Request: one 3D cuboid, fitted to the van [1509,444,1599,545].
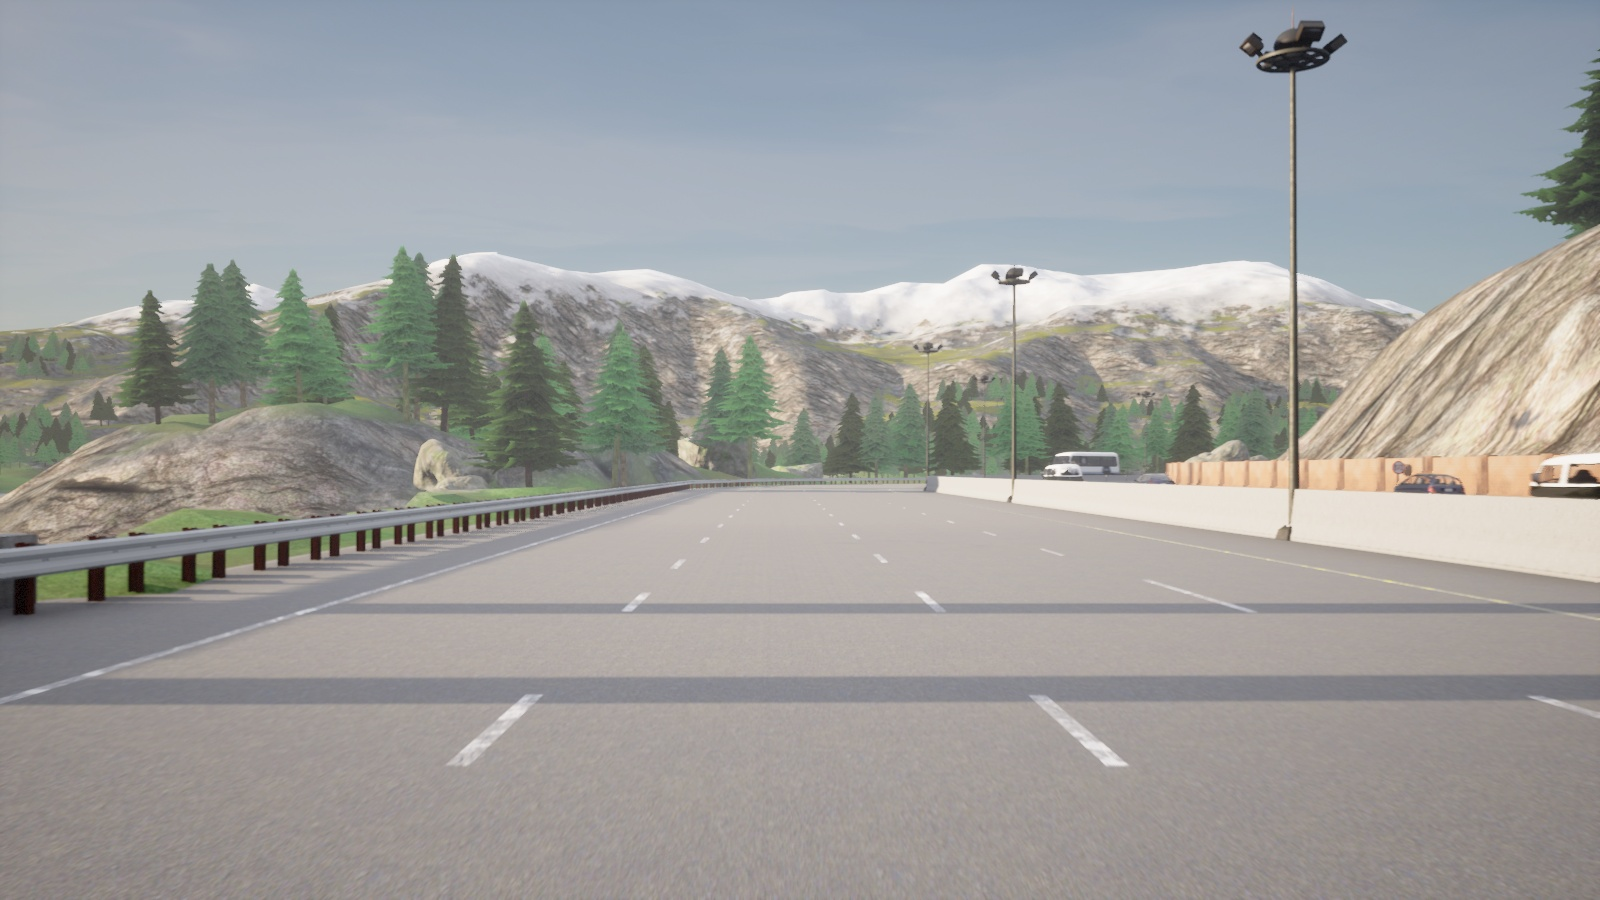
[{"bbox_3d":[17.151,0.907,26.221,2.069,2.038,4.480,0,-1,-1],"label":"van"}]

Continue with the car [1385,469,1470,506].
[{"bbox_3d":[27.217,1.596,54.614,1.789,1.549,3.705,0,-1,-1],"label":"car"}]

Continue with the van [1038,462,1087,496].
[{"bbox_3d":[16.350,1.783,78.371,2.069,2.038,4.480,0,-1,-1],"label":"van"}]

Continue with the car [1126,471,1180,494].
[{"bbox_3d":[23.281,2.111,83.084,2.163,1.488,4.792,0,-1,-1],"label":"car"}]
